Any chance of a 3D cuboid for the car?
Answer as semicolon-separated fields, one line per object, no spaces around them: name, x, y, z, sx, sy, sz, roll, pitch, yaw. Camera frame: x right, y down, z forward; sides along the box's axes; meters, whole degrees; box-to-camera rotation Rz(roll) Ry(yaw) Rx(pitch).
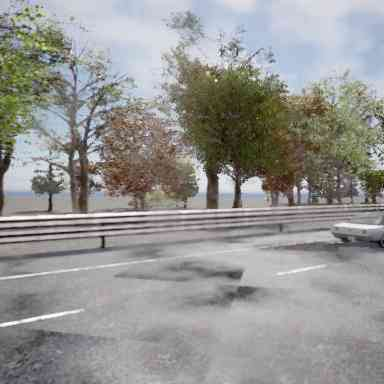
car;8.404;1.597;14.708;4.718;1.301;1.895;0;0;-31
